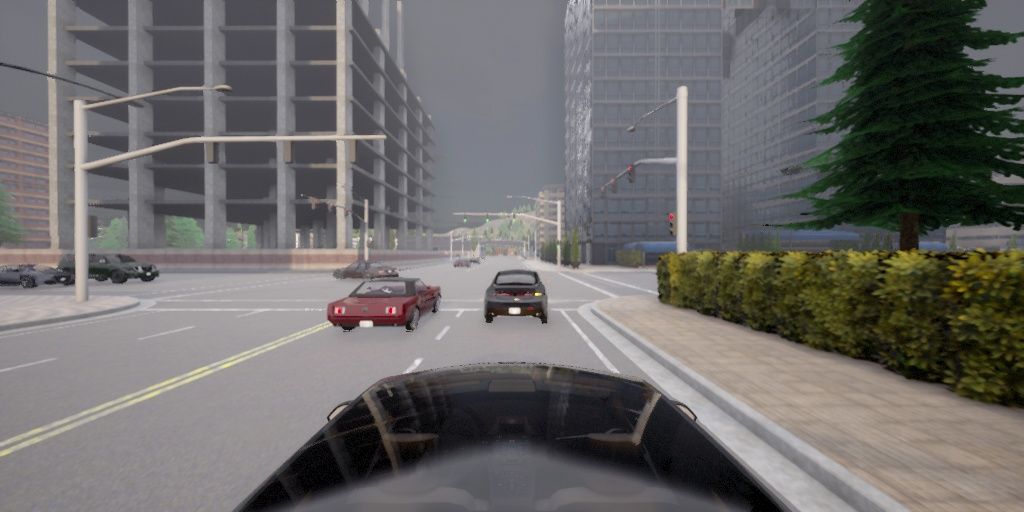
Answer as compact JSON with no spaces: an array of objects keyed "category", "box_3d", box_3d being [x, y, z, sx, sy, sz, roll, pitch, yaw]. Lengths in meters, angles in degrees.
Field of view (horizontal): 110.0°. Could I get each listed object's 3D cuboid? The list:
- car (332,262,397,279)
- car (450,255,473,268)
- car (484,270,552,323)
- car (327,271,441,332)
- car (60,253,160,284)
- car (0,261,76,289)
[{"category":"car","box_3d":[-10.921,1.135,26.647,5.357,1.411,2.033,0,0,28]},{"category":"car","box_3d":[-7.089,0.994,50.737,1.994,1.385,4.181,0,0,0]},{"category":"car","box_3d":[0.231,1.188,11.903,1.837,1.490,4.892,0,0,4]},{"category":"car","box_3d":[-3.411,1.293,10.643,1.895,1.301,4.718,0,0,0]},{"category":"car","box_3d":[-27.711,0.814,24.659,5.566,2.045,2.150,1,0,0]},{"category":"car","box_3d":[-28.481,1.188,21.168,4.181,1.385,1.994,0,0,0]}]
